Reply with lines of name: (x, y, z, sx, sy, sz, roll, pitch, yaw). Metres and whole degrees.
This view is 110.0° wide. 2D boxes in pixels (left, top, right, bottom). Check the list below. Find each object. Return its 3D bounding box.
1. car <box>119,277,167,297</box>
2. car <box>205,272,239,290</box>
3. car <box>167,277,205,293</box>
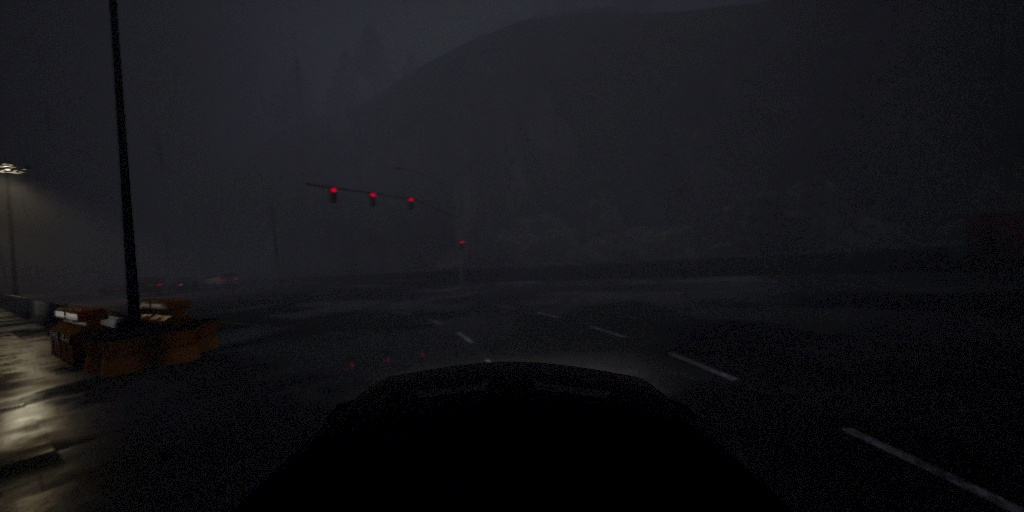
car: (-40.590, 3.365, 39.430, 5.566, 2.045, 2.150, -3, 1, 32)
car: (-36.840, 3.110, 45.335, 5.566, 2.045, 2.150, -3, 1, 32)
car: (-39.002, 3.382, 42.571, 4.553, 1.767, 2.097, -3, 1, 32)
